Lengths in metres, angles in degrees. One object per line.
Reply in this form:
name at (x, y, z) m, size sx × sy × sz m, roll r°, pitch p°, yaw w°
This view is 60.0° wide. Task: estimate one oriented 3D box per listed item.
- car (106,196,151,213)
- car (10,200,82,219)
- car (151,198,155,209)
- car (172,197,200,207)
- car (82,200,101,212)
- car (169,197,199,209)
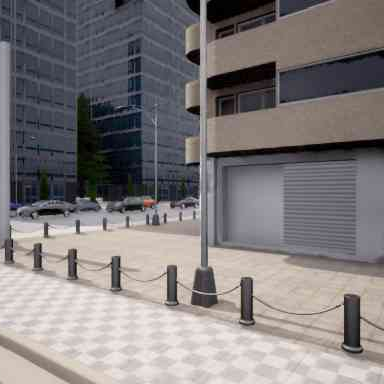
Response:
car at (-7.047, 1.297, 35.798) m, size 2.097 × 1.767 × 4.553 m, roll 0°, pitch 0°, yaw 36°
car at (-12.387, 1.436, 28.395) m, size 2.128 × 1.511 × 4.902 m, roll 0°, pitch 0°, yaw 36°
car at (-6.781, 1.297, 42.142) m, size 2.097 × 1.767 × 4.553 m, roll 0°, pitch 0°, yaw 36°
car at (-0.818, 1.470, 50.374) m, size 1.812 × 1.442 × 4.674 m, roll 0°, pitch 0°, yaw 36°
car at (-11.722, 1.508, 35.292) m, size 1.994 × 1.385 × 4.181 m, roll 0°, pitch 0°, yaw 36°
car at (-0.977, 1.449, 44.198) m, size 1.837 × 1.490 × 4.892 m, roll 0°, pitch 0°, yaw 36°
